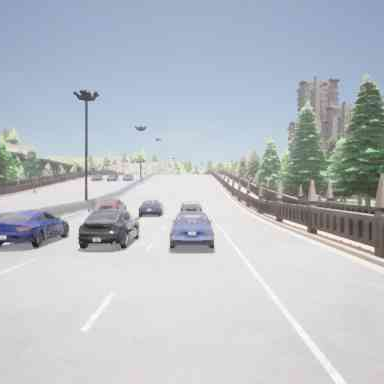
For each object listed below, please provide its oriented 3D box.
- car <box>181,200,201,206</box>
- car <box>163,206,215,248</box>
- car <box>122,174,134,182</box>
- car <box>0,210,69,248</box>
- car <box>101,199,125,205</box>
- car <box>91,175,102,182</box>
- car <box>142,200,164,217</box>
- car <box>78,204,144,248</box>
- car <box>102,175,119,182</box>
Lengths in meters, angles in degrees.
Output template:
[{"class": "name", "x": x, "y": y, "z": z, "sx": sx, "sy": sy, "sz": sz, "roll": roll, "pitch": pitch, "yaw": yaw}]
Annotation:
[{"class": "car", "x": -0.077, "y": 1.410, "z": 29.725, "sx": 1.895, "sy": 1.301, "sz": 4.718, "roll": 0, "pitch": 2, "yaw": 0}, {"class": "car", "x": 0.000, "y": 1.560, "z": 14.656, "sx": 2.033, "sy": 1.411, "sz": 5.357, "roll": 0, "pitch": 0, "yaw": 0}, {"class": "car", "x": -14.325, "y": -3.211, "z": 74.697, "sx": 1.882, "sy": 1.535, "sz": 5.008, "roll": 0, "pitch": 7, "yaw": 0}, {"class": "car", "x": -7.000, "y": 1.530, "z": 14.653, "sx": 1.812, "sy": 1.442, "sz": 4.674, "roll": 0, "pitch": 0, "yaw": 0}, {"class": "car", "x": -7.076, "y": 1.328, "z": 29.653, "sx": 1.812, "sy": 1.442, "sz": 4.674, "roll": 0, "pitch": 2, "yaw": 0}, {"class": "car", "x": -21.325, "y": -3.166, "z": 74.663, "sx": 1.812, "sy": 1.442, "sz": 4.674, "roll": 0, "pitch": 7, "yaw": 0}, {"class": "car", "x": -3.576, "y": 1.368, "z": 29.674, "sx": 1.994, "sy": 1.385, "sz": 4.181, "roll": 0, "pitch": 2, "yaw": 0}, {"class": "car", "x": -3.500, "y": 1.513, "z": 14.655, "sx": 1.837, "sy": 1.490, "sz": 4.892, "roll": 0, "pitch": 0, "yaw": 0}, {"class": "car", "x": -17.825, "y": -3.150, "z": 74.685, "sx": 2.033, "sy": 1.411, "sz": 5.357, "roll": 0, "pitch": 7, "yaw": 0}]
